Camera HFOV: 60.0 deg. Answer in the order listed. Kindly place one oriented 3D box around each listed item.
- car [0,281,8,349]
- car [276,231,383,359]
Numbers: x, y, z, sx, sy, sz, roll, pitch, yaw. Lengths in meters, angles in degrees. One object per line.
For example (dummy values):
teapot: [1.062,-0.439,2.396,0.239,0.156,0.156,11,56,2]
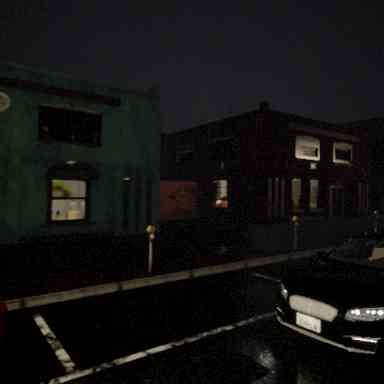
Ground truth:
car: [-4.446,1.543,3.374,4.507,1.381,1.887,0,1,-35]
car: [3.568,1.499,5.909,4.902,1.511,2.128,0,0,-35]
